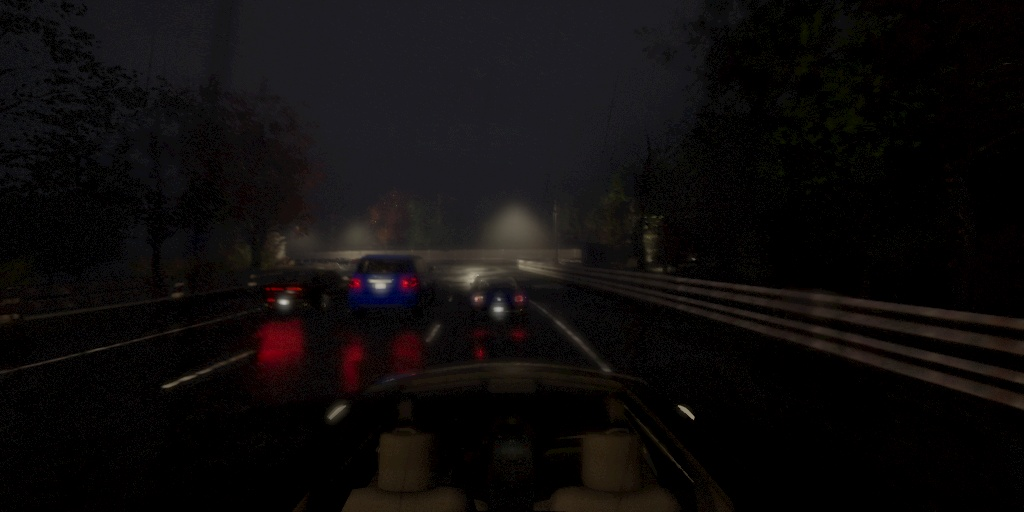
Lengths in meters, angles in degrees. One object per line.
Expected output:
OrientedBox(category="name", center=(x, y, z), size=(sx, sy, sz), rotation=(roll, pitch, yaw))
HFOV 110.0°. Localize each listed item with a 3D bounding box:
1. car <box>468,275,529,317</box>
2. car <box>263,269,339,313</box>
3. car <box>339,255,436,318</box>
OrientedBox(category="car", center=(-0.608, 1.327, 13.068), size=(1.895, 1.301, 4.718), rotation=(0, 0, -5))
OrientedBox(category="car", center=(-7.816, 1.261, 14.243), size=(1.837, 1.490, 4.892), rotation=(0, 1, -7))
OrientedBox(category="car", center=(-4.146, 0.965, 13.233), size=(2.150, 2.045, 5.566), rotation=(0, 0, -6))
